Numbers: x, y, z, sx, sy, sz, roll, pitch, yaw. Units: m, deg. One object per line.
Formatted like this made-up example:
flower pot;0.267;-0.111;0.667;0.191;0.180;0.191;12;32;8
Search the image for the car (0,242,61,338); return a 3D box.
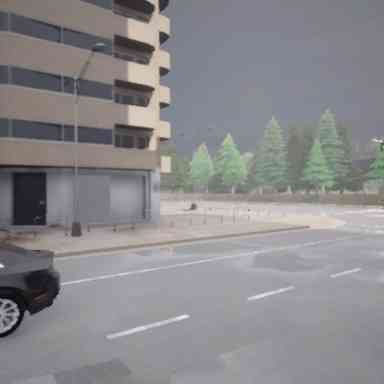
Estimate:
car;-4.593;1.513;5.004;4.892;1.490;1.837;-1;0;-35
